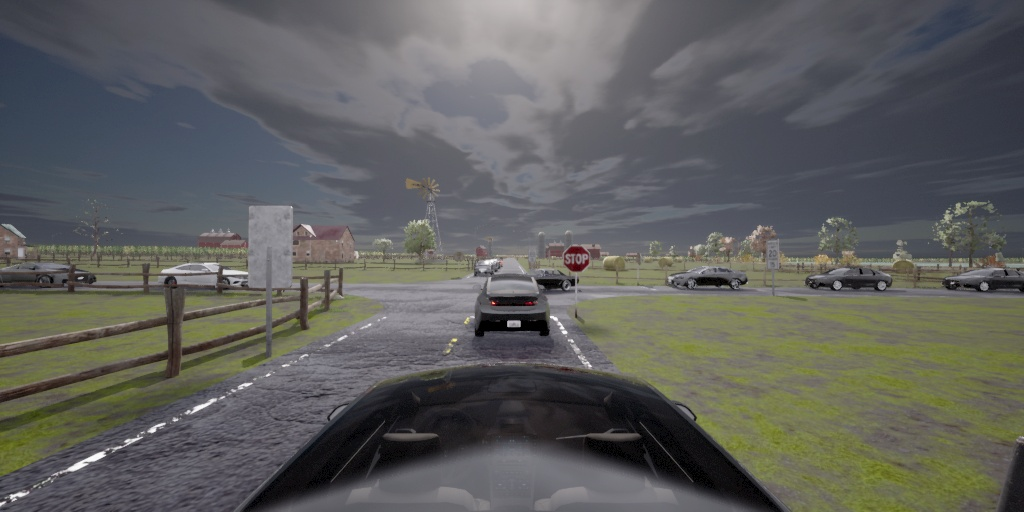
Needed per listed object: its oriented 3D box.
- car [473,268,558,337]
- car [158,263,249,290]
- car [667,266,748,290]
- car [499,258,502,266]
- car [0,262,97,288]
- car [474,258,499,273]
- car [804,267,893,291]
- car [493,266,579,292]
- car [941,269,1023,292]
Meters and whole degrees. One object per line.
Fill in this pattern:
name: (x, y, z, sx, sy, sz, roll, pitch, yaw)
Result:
car: (-0.065, 1.256, 10.359, 1.837, 1.490, 4.892, 0, 0, -3)
car: (-17.226, 1.104, 20.331, 4.674, 1.442, 1.812, 1, -1, -1)
car: (12.818, 1.397, 23.621, 4.902, 1.511, 2.128, 1, -1, -2)
car: (-2.810, 1.242, 46.494, 2.128, 1.511, 4.902, 0, 0, 0)
car: (-26.346, 1.048, 20.218, 4.181, 1.385, 1.994, 1, -1, -1)
car: (-2.826, 1.243, 37.048, 2.128, 1.511, 4.902, 0, 0, 0)
car: (22.220, 1.500, 23.783, 4.892, 1.490, 1.837, 1, -1, -1)
car: (1.517, 1.369, 20.403, 4.718, 1.301, 1.895, 1, 0, -35)
car: (31.723, 1.587, 23.895, 4.892, 1.490, 1.837, 1, -1, -1)
